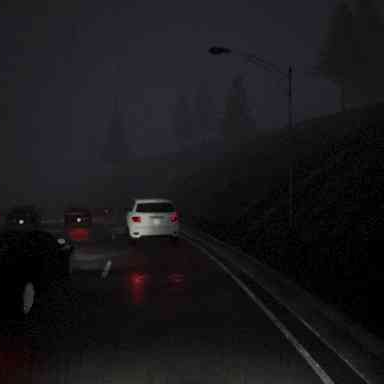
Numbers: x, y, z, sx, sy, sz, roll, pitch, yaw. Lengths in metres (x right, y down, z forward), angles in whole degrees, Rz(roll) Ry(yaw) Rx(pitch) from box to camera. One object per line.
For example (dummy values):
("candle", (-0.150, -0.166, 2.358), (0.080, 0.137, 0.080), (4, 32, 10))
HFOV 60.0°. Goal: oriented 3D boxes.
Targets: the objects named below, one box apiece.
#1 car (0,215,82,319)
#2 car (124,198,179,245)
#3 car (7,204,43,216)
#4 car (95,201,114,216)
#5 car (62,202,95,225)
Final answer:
("car", (-4.050, 1.521, 7.370), (1.882, 1.535, 5.008), (0, 0, -6))
("car", (-2.082, 1.304, 16.253), (2.150, 2.045, 5.566), (0, 0, -13))
("car", (-11.692, 1.639, 23.319), (1.837, 1.490, 4.892), (0, 0, -21))
("car", (-9.629, 1.712, 34.952), (1.812, 1.442, 4.674), (0, 0, -30))
("car", (-8.577, 1.641, 24.849), (1.837, 1.490, 4.892), (0, 0, -21))
